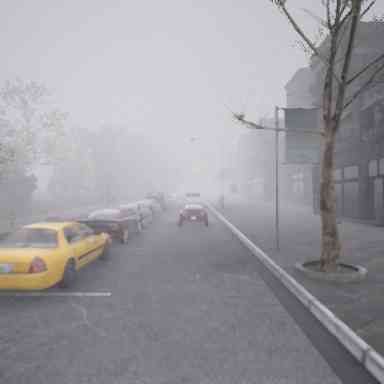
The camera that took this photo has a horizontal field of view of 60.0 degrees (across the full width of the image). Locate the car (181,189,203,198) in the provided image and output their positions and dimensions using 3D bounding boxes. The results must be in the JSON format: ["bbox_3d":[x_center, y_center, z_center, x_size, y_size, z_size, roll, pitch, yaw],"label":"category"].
[{"bbox_3d":[0.096,0.942,39.449,2.150,2.045,5.566,0,1,0],"label":"car"}]

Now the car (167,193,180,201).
[{"bbox_3d":[-3.657,0.985,66.118,2.002,1.452,4.674,0,1,2],"label":"car"}]

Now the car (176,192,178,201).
[{"bbox_3d":[-3.666,1.181,48.735,2.163,1.488,4.792,-1,1,2],"label":"car"}]

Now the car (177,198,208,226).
[{"bbox_3d":[0.099,1.377,22.092,1.812,1.442,4.674,0,0,0],"label":"car"}]

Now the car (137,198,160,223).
[{"bbox_3d":[-3.653,1.375,20.983,2.231,1.521,4.892,0,0,2],"label":"car"}]

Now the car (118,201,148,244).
[{"bbox_3d":[-3.652,1.411,15.427,2.097,1.535,5.008,0,1,2],"label":"car"}]

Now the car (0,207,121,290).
[{"bbox_3d":[-3.644,1.438,9.045,1.946,1.575,5.366,0,0,2],"label":"car"}]

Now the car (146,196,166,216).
[{"bbox_3d":[-3.653,1.318,26.524,2.097,1.535,5.008,0,0,2],"label":"car"}]

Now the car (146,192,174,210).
[{"bbox_3d":[-3.653,0.979,35.475,2.435,2.045,5.566,0,0,2],"label":"car"}]

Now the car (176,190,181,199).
[{"bbox_3d":[-3.649,1.013,59.981,1.946,1.575,5.366,0,1,2],"label":"car"}]

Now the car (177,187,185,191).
[{"bbox_3d":[-3.635,0.484,79.371,2.185,1.767,4.553,2,2,2],"label":"car"}]

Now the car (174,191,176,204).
[{"bbox_3d":[-3.656,1.049,43.129,2.185,1.767,4.553,0,1,2],"label":"car"}]
